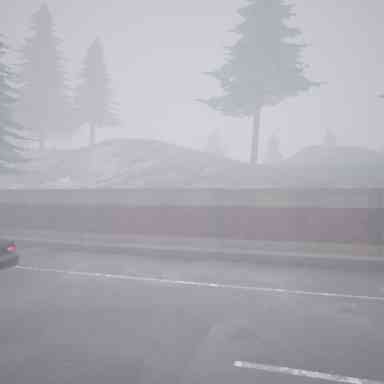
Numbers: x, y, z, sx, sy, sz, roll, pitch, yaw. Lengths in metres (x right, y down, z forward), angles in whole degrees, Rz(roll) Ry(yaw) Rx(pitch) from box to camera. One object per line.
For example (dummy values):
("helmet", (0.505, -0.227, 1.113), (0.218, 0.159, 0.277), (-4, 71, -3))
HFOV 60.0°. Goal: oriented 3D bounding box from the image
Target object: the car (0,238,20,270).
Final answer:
("car", (-7.301, 1.554, 9.059), (5.357, 1.411, 2.033), (0, 0, 20))
